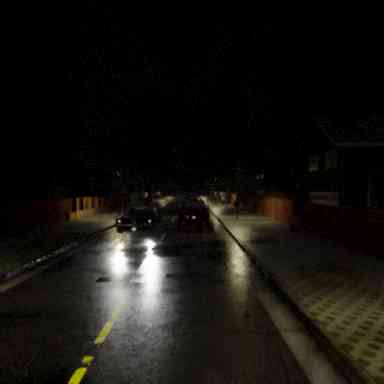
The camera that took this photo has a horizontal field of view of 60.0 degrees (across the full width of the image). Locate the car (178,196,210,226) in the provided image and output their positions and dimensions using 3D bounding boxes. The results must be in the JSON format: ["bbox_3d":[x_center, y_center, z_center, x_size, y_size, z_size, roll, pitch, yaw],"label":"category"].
[{"bbox_3d":[0.115,1.288,21.568,1.882,1.535,5.008,0,1,0],"label":"car"}]

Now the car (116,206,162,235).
[{"bbox_3d":[-2.736,1.444,17.954,1.895,1.301,4.718,0,1,0],"label":"car"}]

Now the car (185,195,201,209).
[{"bbox_3d":[0.130,1.153,40.643,1.812,1.442,4.674,0,1,0],"label":"car"}]
